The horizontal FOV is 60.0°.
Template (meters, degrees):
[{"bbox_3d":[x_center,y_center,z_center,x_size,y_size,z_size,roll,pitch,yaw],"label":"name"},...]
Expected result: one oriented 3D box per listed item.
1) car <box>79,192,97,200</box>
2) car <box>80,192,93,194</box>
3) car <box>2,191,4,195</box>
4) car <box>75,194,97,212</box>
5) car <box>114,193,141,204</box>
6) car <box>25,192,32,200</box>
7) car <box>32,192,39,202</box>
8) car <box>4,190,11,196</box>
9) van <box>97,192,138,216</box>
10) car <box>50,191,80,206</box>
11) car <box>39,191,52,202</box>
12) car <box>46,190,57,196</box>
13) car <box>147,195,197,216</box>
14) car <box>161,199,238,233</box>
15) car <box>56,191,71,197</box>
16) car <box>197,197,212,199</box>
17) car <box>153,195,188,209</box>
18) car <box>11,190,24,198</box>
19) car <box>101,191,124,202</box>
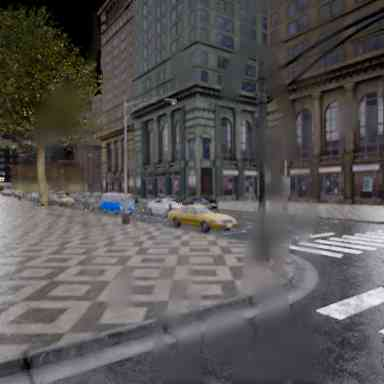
[{"bbox_3d":[-18.756,0.690,60.002,1.802,1.307,4.206,0,1,-35],"label":"car"},{"bbox_3d":[-15.628,0.847,45.592,2.128,1.511,4.902,-1,1,-35],"label":"car"},{"bbox_3d":[-45.236,0.154,82.519,1.967,1.590,4.097,0,1,-35],"label":"car"},{"bbox_3d":[-9.418,1.135,32.166,2.008,1.369,4.403,0,1,-35],"label":"car"},{"bbox_3d":[-8.988,0.904,46.271,2.008,1.369,4.403,0,1,-35],"label":"car"},{"bbox_3d":[-25.700,0.733,55.056,2.008,1.369,4.403,0,1,-35],"label":"car"},{"bbox_3d":[-22.443,0.813,50.479,2.008,1.369,4.403,0,1,-35],"label":"car"},{"bbox_3d":[-41.980,0.230,77.942,1.967,1.590,4.097,0,1,-35],"label":"car"},{"bbox_3d":[-6.161,0.996,27.587,1.690,1.788,3.998,0,1,-35],"label":"van"},{"bbox_3d":[-15.833,0.955,41.186,1.752,1.417,4.829,0,1,-35],"label":"car"},{"bbox_3d":[-19.187,0.895,45.902,2.008,1.369,4.403,0,1,-35],"label":"car"},{"bbox_3d":[-35.036,0.299,82.885,1.802,1.307,4.206,0,1,-35],"label":"car"},{"bbox_3d":[-1.914,1.199,26.194,1.812,1.442,4.674,-1,1,-35],"label":"car"},{"bbox_3d":[0.450,1.304,18.290,1.752,1.417,4.829,0,1,-35],"label":"car"},{"bbox_3d":[-28.524,0.415,73.731,1.887,1.381,4.507,0,1,-35],"label":"car"},{"bbox_3d":[0.781,1.147,32.536,1.947,1.339,4.313,0,1,-35],"label":"car"},{"bbox_3d":[-2.474,1.055,37.113,1.887,1.381,4.507,0,1,-35],"label":"car"},{"bbox_3d":[-35.467,0.384,68.787,1.967,1.590,4.097,0,1,-35],"label":"car"},{"bbox_3d":[-12.243,0.711,50.847,1.967,1.590,4.097,0,1,-35],"label":"car"}]
